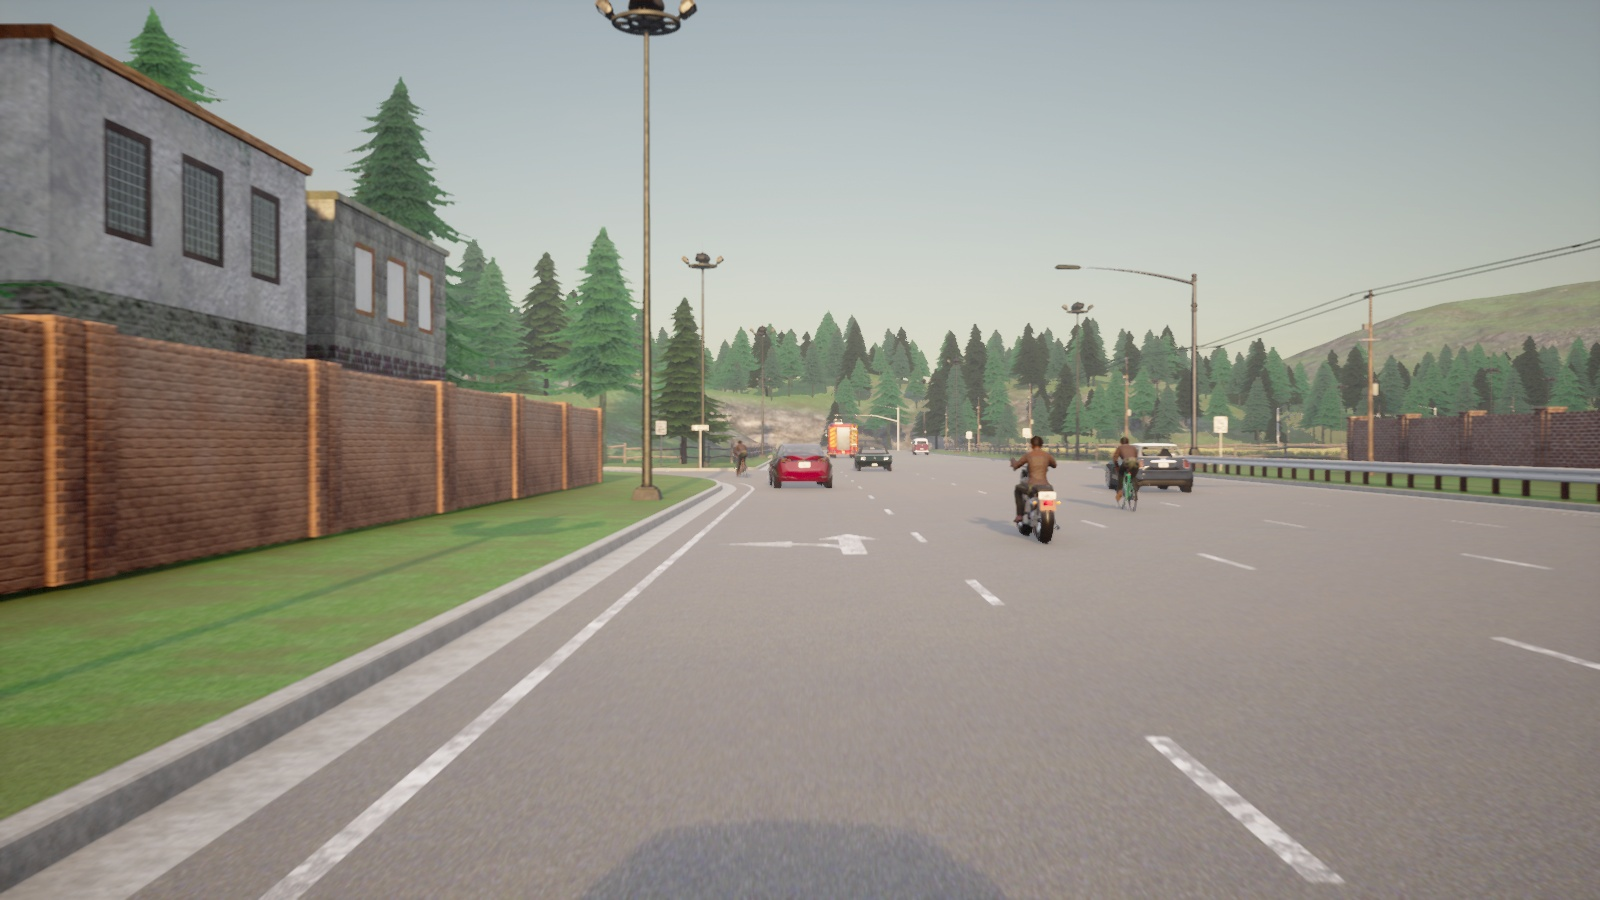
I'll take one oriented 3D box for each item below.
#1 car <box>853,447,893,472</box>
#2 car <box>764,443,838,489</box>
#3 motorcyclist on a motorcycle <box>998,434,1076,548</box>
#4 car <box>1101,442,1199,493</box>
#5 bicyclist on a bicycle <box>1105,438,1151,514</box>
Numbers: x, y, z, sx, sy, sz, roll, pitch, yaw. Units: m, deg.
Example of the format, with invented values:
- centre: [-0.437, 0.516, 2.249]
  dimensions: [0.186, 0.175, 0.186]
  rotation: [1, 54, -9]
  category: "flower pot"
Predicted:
- centre: [3.900, 0.470, 67.743]
  dimensions: [1.895, 1.301, 4.718]
  rotation: [0, 0, 0]
  category: "car"
- centre: [-0.028, 0.507, 42.699]
  dimensions: [2.163, 1.488, 4.792]
  rotation: [0, 0, -4]
  category: "car"
- centre: [3.625, 0.591, 19.372]
  dimensions: [0.766, 1.649, 2.350]
  rotation: [0, 0, 0]
  category: "motorcyclist on a motorcycle"
- centre: [10.736, 0.503, 38.757]
  dimensions: [1.970, 1.475, 3.806]
  rotation: [0, 0, 0]
  category: "car"
- centre: [7.172, 0.551, 27.502]
  dimensions: [0.582, 1.620, 1.656]
  rotation: [0, 0, 0]
  category: "bicyclist on a bicycle"
